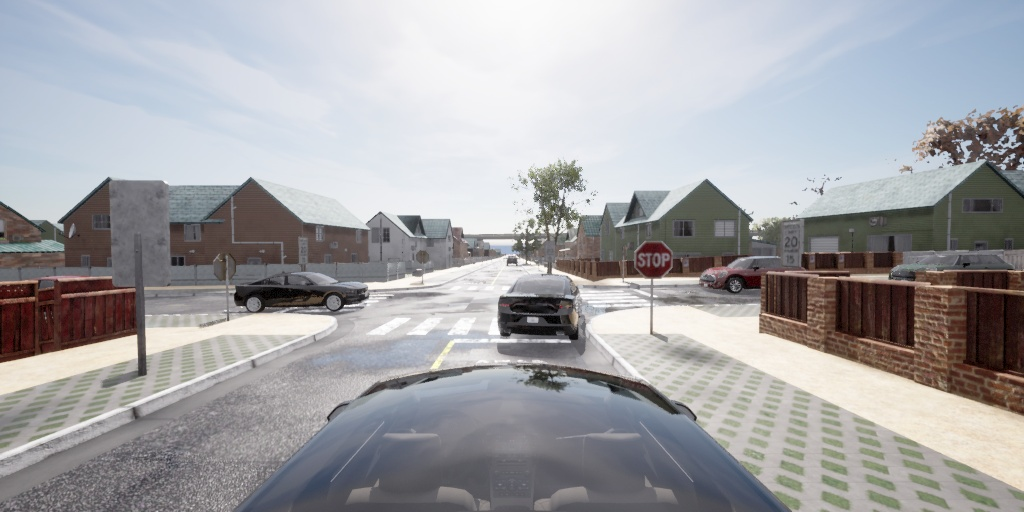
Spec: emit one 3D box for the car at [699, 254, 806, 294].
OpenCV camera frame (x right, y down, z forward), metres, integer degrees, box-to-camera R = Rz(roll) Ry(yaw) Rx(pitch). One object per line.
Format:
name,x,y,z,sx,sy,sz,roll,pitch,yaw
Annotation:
car,11.813,0.820,17.730,4.553,1.767,2.097,-1,2,0

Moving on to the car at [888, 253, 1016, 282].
car,21.708,0.646,17.797,4.553,1.767,2.097,-1,2,0

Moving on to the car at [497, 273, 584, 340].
car,0.961,1.224,10.125,1.882,1.535,5.008,0,0,12

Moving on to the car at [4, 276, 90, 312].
car,-18.016,1.547,14.596,5.008,1.535,1.882,-1,2,0

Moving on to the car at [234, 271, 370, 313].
car,-8.463,1.377,14.655,5.008,1.535,1.882,-1,2,0
